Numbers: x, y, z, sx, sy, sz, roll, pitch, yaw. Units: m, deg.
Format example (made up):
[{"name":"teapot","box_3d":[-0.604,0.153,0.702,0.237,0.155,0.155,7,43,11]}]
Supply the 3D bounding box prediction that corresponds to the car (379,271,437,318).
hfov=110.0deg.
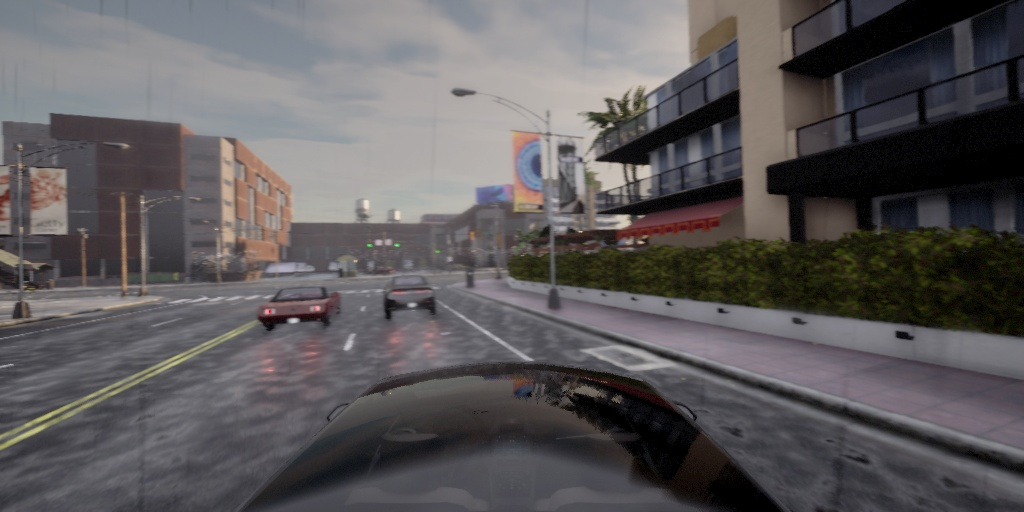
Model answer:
[{"name":"car","box_3d":[-4.270,1.539,14.718,2.128,1.511,4.902,-1,-1,-20]}]

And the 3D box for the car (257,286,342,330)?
[{"name":"car","box_3d":[-7.354,1.719,12.950,1.895,1.301,4.718,-1,-1,-20]}]
